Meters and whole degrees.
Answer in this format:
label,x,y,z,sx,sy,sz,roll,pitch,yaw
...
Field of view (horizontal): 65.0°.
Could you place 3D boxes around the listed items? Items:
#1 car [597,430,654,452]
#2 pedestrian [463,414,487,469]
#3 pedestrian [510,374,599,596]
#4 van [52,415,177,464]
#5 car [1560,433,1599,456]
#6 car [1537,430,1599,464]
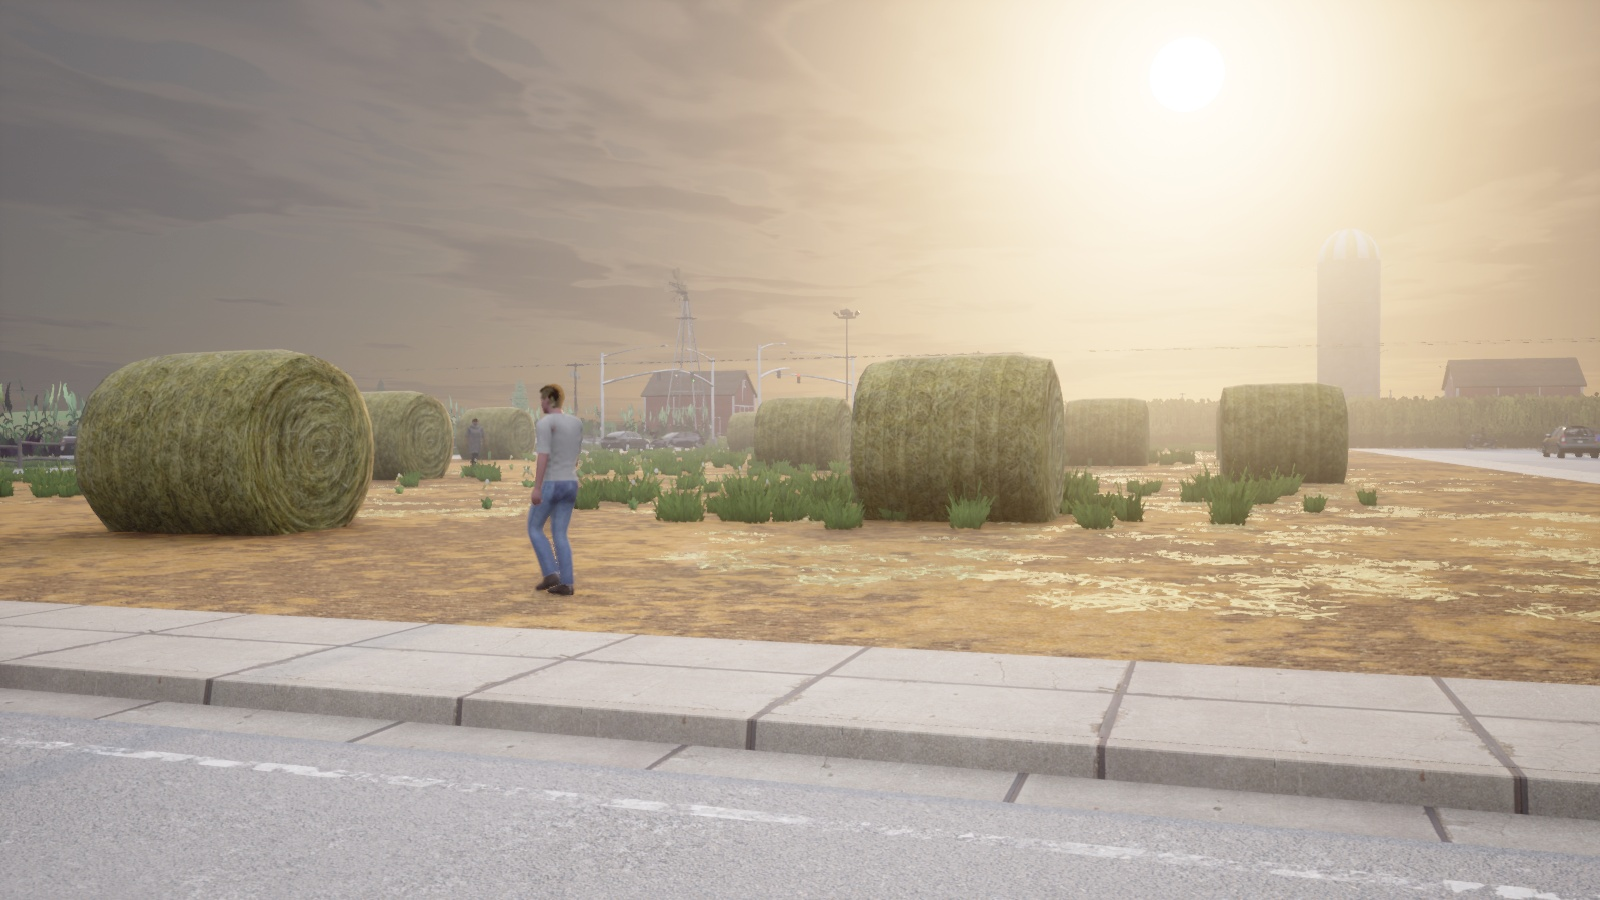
label,x,y,z,sx,sy,sz,roll,pitch,yaw
car,-12.362,-0.680,89.347,1.837,1.490,4.892,1,1,21
pedestrian,-11.589,-0.310,44.798,0.659,1.952,0.873,0,1,-28
pedestrian,-2.096,0.285,10.704,0.706,1.836,0.354,1,1,36
van,-29.729,-0.470,54.581,2.069,2.038,4.480,1,1,21
car,53.578,-0.366,83.734,4.514,1.525,2.007,0,1,8
car,38.510,-0.165,62.904,1.851,1.617,3.988,1,1,18
